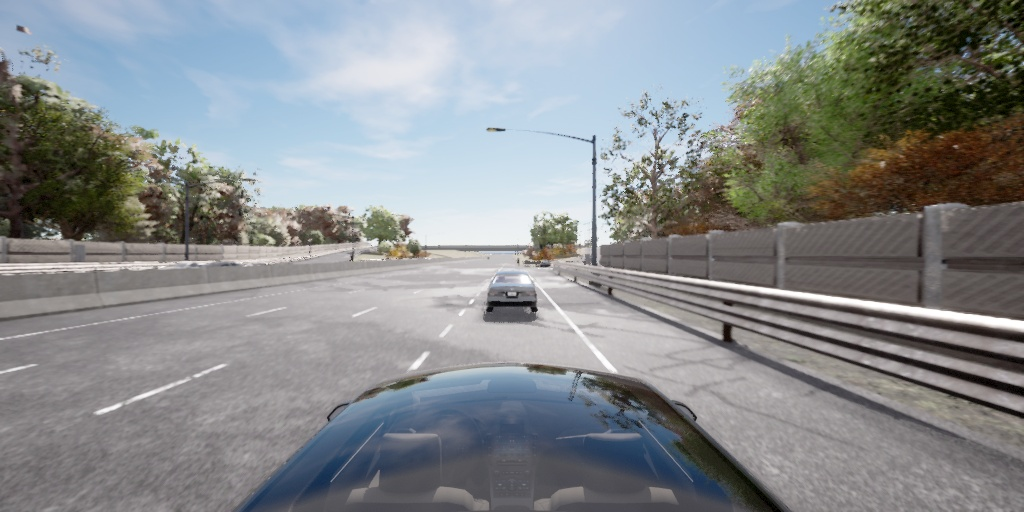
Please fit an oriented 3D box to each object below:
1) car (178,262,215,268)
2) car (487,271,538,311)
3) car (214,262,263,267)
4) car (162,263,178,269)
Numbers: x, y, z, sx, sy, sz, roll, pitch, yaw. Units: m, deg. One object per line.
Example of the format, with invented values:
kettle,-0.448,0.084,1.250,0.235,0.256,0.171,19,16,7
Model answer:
car,-24.553,1.251,30.055,1.837,1.490,4.892,0,-1,0
car,0.002,1.291,14.285,2.033,1.411,5.357,0,0,0
car,-21.063,1.309,28.875,1.994,1.385,4.181,0,0,0
car,-28.046,1.270,30.739,1.812,1.442,4.674,0,0,1
